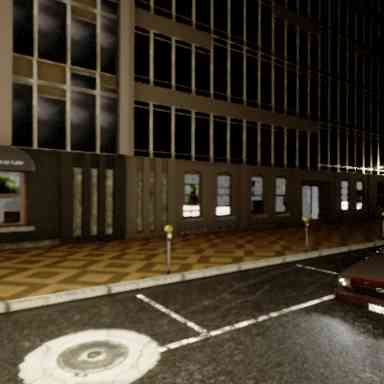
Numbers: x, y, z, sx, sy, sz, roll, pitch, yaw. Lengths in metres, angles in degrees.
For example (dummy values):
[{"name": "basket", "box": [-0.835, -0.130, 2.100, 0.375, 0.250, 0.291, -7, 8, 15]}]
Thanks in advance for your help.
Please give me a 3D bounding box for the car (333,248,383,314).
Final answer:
[{"name": "car", "box": [5.303, 1.604, 7.163, 5.357, 1.411, 2.033, 0, 0, -35]}]
